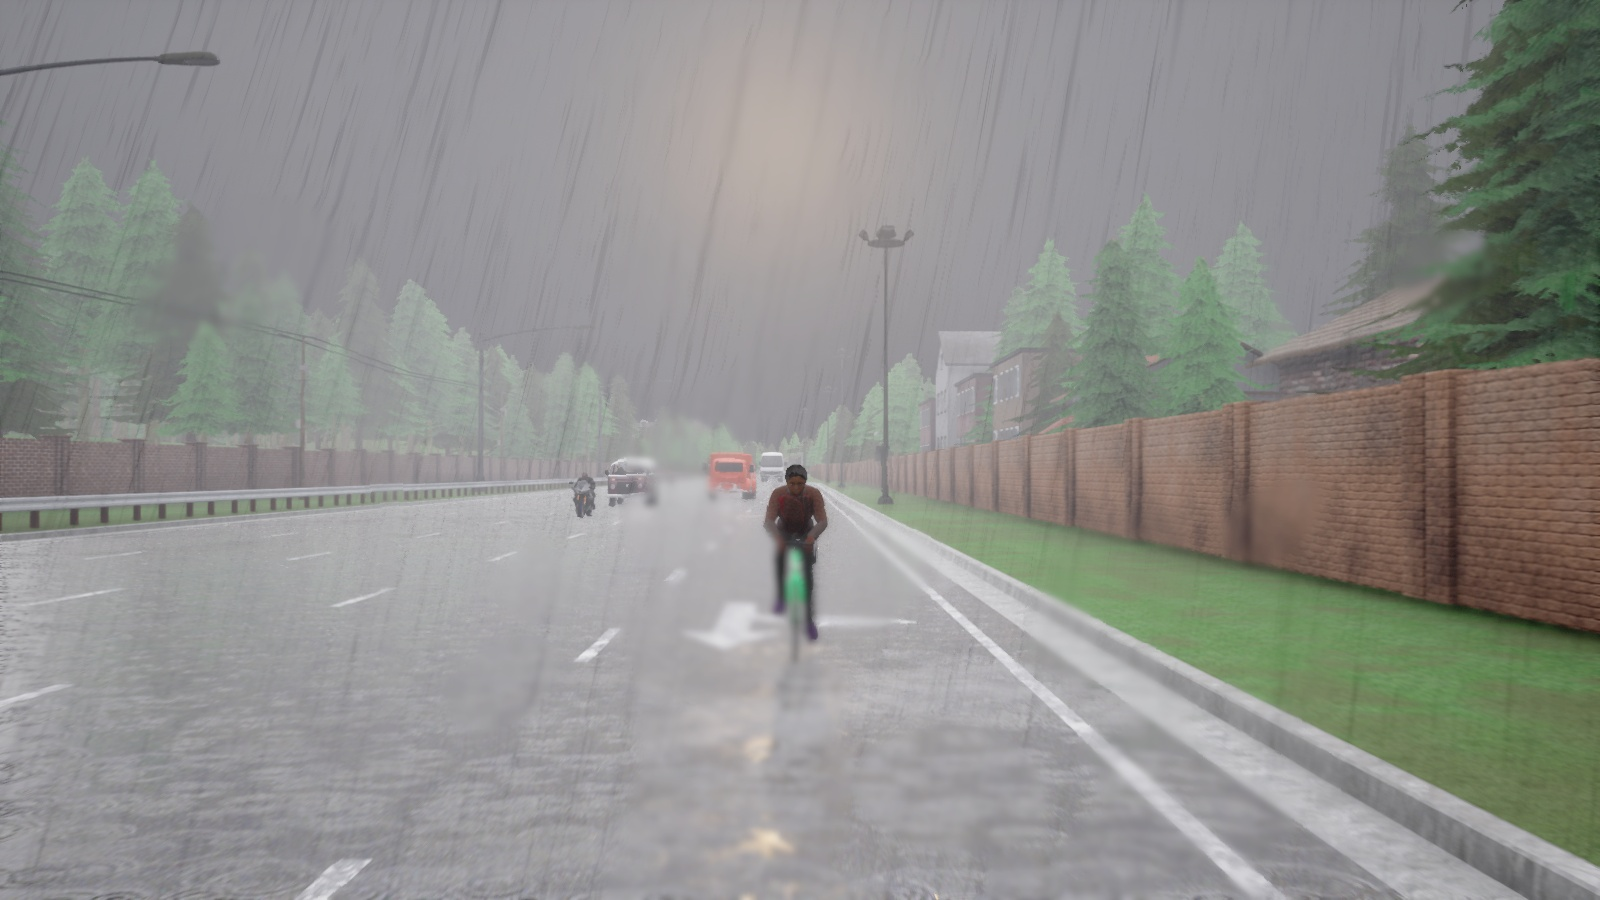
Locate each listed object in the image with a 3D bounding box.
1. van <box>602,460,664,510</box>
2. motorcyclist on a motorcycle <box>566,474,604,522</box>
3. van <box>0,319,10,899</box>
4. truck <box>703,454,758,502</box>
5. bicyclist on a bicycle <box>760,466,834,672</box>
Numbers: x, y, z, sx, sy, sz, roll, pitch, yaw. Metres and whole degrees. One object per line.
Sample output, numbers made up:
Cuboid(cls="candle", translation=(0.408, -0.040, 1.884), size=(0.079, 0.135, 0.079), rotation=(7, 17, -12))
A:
Cuboid(cls="van", translation=(-7.133, 1.473, 54.129), size=(2.069, 2.038, 4.480), rotation=(0, -1, 0))
Cuboid(cls="motorcyclist on a motorcycle", translation=(-7.102, 1.574, 41.547), size=(0.866, 1.530, 2.191), rotation=(0, -1, 0))
Cuboid(cls="van", translation=(-3.505, 0.580, 1.682), size=(2.069, 2.038, 4.480), rotation=(0, -1, 0))
Cuboid(cls="truck", translation=(-3.667, 1.469, 67.277), size=(2.627, 2.467, 5.204), rotation=(0, -1, 0))
Cuboid(cls="bicyclist on a bicycle", translation=(-0.027, 0.947, 10.719), size=(0.582, 1.620, 1.656), rotation=(0, -1, 0))
